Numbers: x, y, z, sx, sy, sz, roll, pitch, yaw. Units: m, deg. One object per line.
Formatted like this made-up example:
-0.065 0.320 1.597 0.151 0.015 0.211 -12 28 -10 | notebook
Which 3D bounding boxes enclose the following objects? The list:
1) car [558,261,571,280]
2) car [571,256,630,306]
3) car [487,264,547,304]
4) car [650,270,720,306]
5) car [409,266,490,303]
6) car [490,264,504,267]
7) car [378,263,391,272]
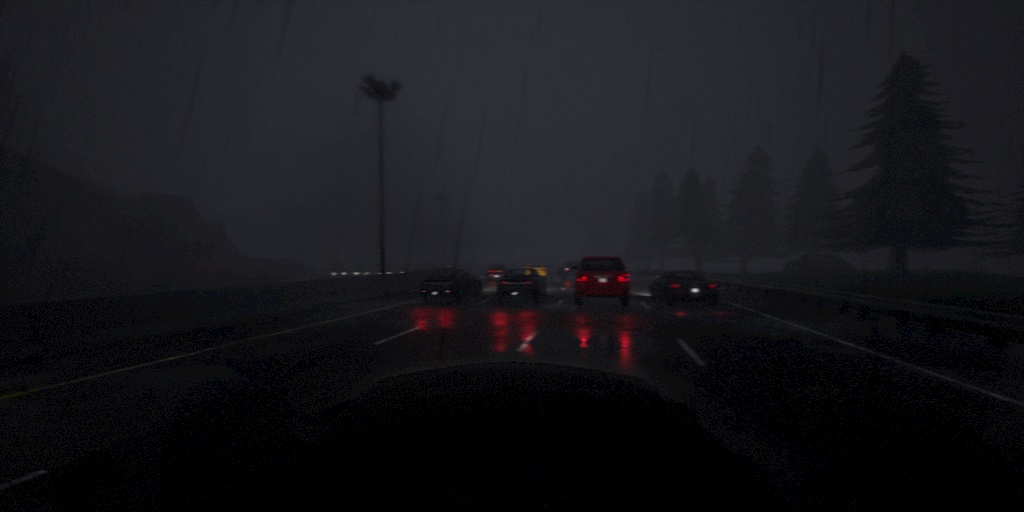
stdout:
5.608 1.238 33.597 2.097 1.767 4.553 -1 -1 -1 | car
3.946 1.009 16.175 2.150 2.045 5.566 -1 0 11 | car
0.559 1.340 17.135 2.128 1.511 4.902 -1 0 11 | car
7.419 1.304 15.772 1.994 1.385 4.181 -1 0 11 | car
-2.872 1.394 17.822 2.128 1.511 4.902 -1 0 11 | car
-1.398 1.498 33.798 1.837 1.490 4.892 -1 0 -1 | car
-21.568 1.967 60.438 1.837 1.490 4.892 0 -1 -24 | car
